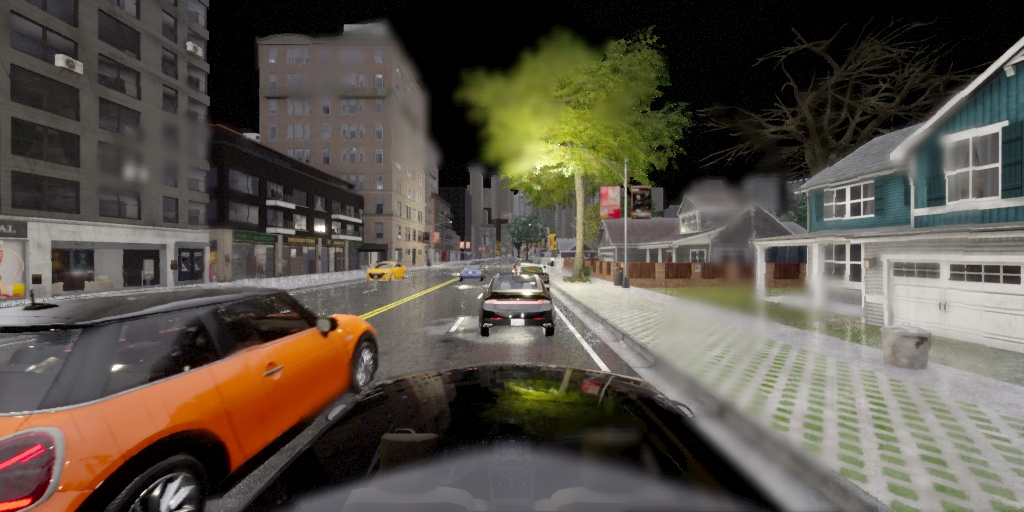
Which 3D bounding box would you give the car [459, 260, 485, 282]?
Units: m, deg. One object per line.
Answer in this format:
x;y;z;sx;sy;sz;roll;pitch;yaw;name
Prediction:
-3.055;1.279;28.933;2.033;1.411;5.357;0;0;0;car

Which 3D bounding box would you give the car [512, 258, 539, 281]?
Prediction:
1.074;1.081;30.406;2.097;1.767;4.553;0;0;0;car

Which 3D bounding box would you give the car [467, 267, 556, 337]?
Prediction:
0.128;1.239;10.296;2.128;1.511;4.902;0;0;0;car

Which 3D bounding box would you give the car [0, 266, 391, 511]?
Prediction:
-3.144;1.103;3.776;2.097;1.767;4.553;0;0;0;car

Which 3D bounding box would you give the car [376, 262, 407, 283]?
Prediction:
-9.757;1.210;28.203;1.882;1.535;5.008;0;0;0;car

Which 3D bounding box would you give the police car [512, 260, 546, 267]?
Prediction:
1.040;1.165;20.545;1.930;1.638;5.238;0;0;0;police car
